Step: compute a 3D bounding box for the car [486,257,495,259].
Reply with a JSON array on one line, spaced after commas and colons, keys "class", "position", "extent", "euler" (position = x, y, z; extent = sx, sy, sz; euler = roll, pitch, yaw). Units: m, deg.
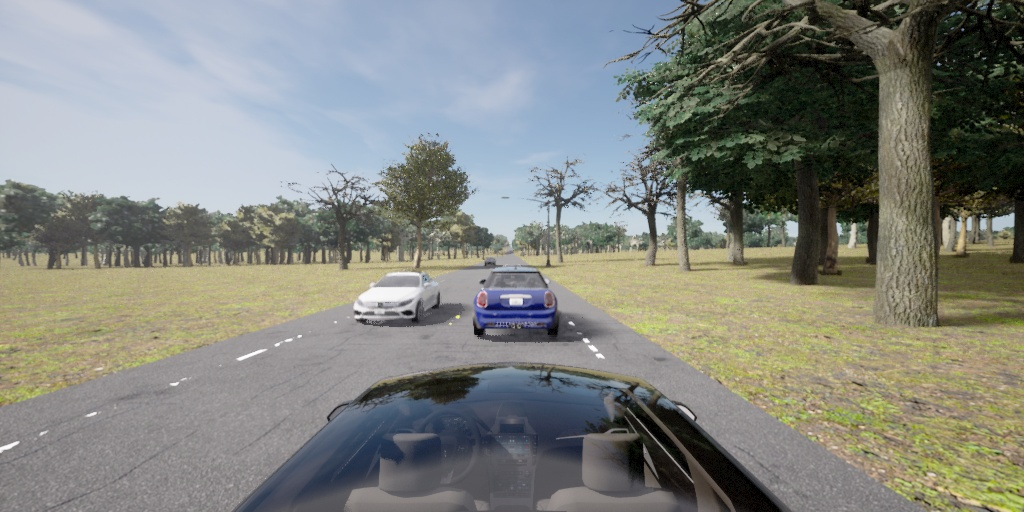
[{"class": "car", "position": [-3.589, 0.946, 59.708], "extent": [1.837, 1.490, 4.892], "euler": [0, 0, 0]}]

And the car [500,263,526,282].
[{"class": "car", "position": [0.062, 1.270, 28.564], "extent": [1.895, 1.301, 4.718], "euler": [0, 0, 0]}]

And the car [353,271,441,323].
[{"class": "car", "position": [-3.616, 1.258, 12.131], "extent": [1.812, 1.442, 4.674], "euler": [0, 0, 0]}]

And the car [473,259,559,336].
[{"class": "car", "position": [0.085, 1.087, 10.513], "extent": [2.097, 1.767, 4.553], "euler": [0, 0, 0]}]
